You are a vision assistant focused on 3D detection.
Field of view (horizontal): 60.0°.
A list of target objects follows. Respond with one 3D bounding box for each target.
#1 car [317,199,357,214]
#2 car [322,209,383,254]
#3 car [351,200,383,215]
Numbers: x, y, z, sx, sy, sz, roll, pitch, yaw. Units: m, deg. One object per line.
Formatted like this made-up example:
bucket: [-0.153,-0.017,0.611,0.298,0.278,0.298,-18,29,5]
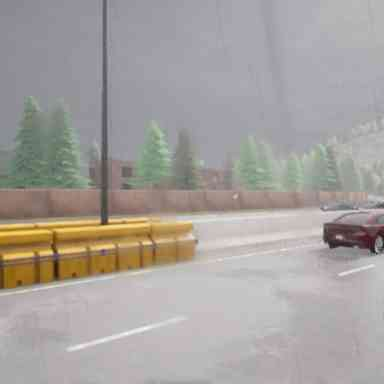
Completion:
car: [16.928,1.657,38.819,4.902,1.511,2.128,0,0,-37]
car: [7.439,1.540,13.818,5.008,1.535,1.882,0,0,-37]
car: [19.735,1.658,36.560,4.902,1.511,2.128,0,0,-37]
